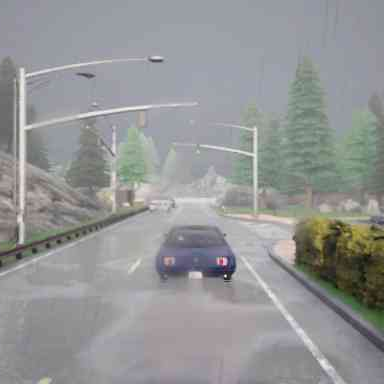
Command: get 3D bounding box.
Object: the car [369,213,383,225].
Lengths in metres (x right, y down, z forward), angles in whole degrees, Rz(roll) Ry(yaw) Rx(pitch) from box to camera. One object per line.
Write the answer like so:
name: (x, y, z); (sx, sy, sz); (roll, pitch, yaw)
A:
car: (15.494, 1.829, 23.968); (4.718, 1.301, 1.895); (0, 0, 0)

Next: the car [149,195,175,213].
car: (-3.592, 1.328, 38.828); (2.150, 2.045, 5.566); (0, 0, 0)

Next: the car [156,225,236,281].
car: (0.092, 1.628, 9.869); (1.895, 1.301, 4.718); (0, 0, 0)
